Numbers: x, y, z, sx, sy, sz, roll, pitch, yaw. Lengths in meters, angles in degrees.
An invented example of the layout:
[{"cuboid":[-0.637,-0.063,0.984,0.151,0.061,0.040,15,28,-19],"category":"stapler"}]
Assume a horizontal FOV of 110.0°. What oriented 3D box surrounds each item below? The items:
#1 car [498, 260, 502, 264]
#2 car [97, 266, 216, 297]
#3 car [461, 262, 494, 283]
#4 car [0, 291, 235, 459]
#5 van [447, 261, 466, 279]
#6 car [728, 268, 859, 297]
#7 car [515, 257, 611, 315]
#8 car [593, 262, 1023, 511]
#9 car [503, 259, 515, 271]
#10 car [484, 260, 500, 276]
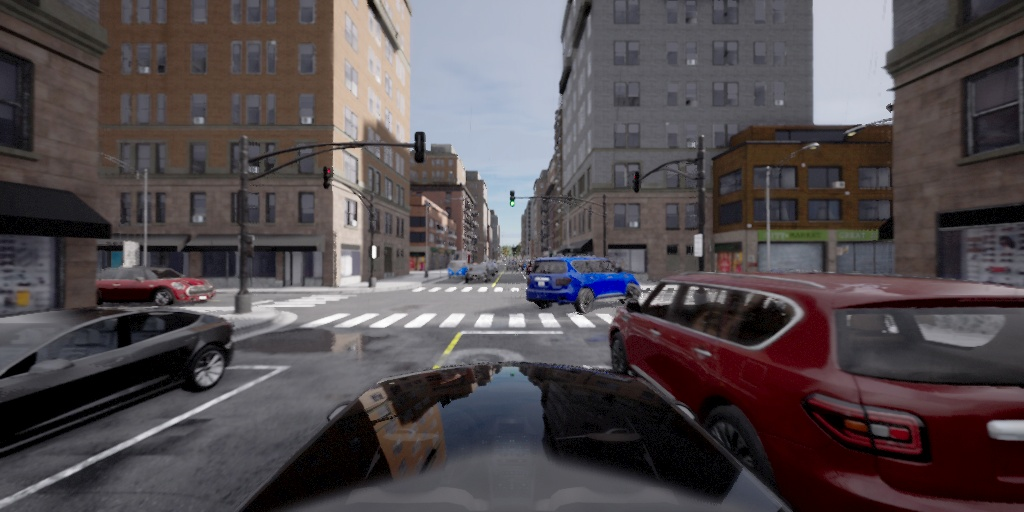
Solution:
[{"cuboid":[-2.859,1.692,51.620,2.033,1.411,5.357,0,0,0],"category":"car"},{"cuboid":[-16.027,1.280,16.008,4.553,1.767,2.097,0,0,0],"category":"car"},{"cuboid":[-2.847,1.484,30.519,1.837,1.490,4.892,0,0,1],"category":"car"},{"cuboid":[-5.388,1.335,4.126,1.948,1.339,4.313,0,0,0],"category":"car"},{"cuboid":[-5.418,1.364,36.089,1.690,1.789,3.998,0,0,0],"category":"van"},{"cuboid":[14.751,1.364,19.013,5.357,1.411,2.033,0,0,0],"category":"car"},{"cuboid":[3.004,1.062,14.512,5.566,2.045,2.150,0,-2,-43],"category":"car"},{"cuboid":[2.637,1.084,4.129,2.192,1.841,5.009,0,0,0],"category":"car"},{"cuboid":[-0.018,1.706,60.471,2.128,1.511,4.902,0,0,0],"category":"car"},{"cuboid":[-2.860,1.552,40.945,2.128,1.511,4.902,0,0,0],"category":"car"}]
